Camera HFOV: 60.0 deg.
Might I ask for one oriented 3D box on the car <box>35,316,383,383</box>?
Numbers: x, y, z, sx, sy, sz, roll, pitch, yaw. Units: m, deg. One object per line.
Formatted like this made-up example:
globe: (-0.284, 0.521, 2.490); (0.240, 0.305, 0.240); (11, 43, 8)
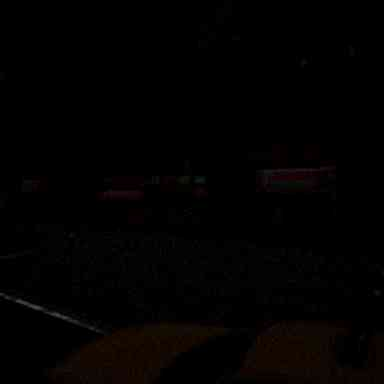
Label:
car: (0.806, 1.526, 2.229); (4.829, 1.417, 1.752); (0, 0, 36)
